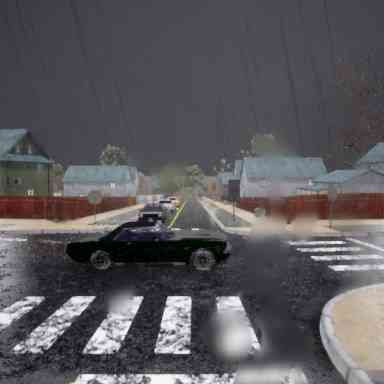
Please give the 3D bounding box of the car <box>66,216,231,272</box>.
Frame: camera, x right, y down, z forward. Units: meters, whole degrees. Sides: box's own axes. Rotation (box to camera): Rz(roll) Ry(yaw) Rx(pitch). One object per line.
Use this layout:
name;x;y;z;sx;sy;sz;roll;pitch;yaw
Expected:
car;-1.189;1.578;10.186;4.718;1.301;1.895;-1;2;3

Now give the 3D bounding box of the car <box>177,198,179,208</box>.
car;-2.914;1.496;49.865;1.882;1.535;5.008;0;0;0

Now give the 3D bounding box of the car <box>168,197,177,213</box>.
car;-2.911;1.524;36.296;1.812;1.442;4.674;0;0;0

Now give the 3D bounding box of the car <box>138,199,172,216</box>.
car;-2.870;1.539;25.324;2.033;1.411;5.357;0;0;-1
